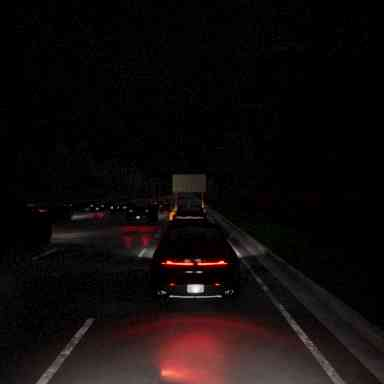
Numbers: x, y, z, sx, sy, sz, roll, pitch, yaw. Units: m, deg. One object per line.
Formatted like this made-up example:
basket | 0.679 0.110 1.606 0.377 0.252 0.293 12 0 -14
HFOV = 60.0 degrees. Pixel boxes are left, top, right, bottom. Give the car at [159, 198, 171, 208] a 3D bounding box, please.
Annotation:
car | -3.732 1.526 41.992 1.812 1.442 4.674 0 0 1

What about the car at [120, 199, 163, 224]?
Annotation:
car | -3.586 1.490 24.458 2.128 1.511 4.902 0 0 0

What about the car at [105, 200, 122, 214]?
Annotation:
car | -7.178 1.547 34.678 2.033 1.411 5.357 0 0 0

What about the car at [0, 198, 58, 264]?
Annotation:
car | -6.973 1.221 11.681 2.150 2.045 5.566 0 0 0

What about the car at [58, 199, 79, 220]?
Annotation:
car | -10.591 1.493 24.950 2.128 1.511 4.902 0 0 -1

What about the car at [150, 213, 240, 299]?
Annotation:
car | 0.047 1.505 8.453 1.837 1.490 4.892 0 0 0

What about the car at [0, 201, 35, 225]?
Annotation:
car | -14.094 1.478 25.314 1.882 1.535 5.008 0 0 -1

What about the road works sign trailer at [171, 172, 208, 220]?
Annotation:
road works sign trailer | -0.186 0.464 22.712 2.380 3.560 2.880 0 0 -3

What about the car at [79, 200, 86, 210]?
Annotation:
car | -14.216 1.547 39.593 2.033 1.411 5.357 0 0 -1

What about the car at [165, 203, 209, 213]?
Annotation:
car | -0.067 1.488 18.842 2.128 1.511 4.902 0 0 1

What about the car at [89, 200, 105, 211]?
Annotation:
car | -10.723 1.601 39.835 1.895 1.301 4.718 0 0 -1
